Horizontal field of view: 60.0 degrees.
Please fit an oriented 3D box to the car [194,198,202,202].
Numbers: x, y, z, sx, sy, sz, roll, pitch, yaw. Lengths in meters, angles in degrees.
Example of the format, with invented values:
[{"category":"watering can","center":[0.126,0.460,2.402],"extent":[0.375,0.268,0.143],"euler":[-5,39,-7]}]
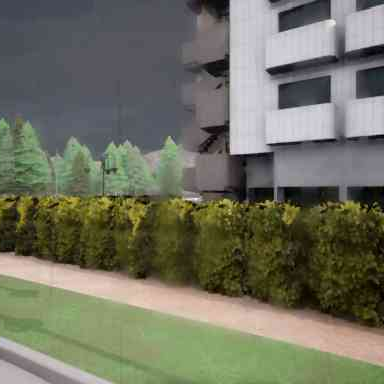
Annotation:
[{"category":"car","center":[1.811,1.551,45.646],"extent":[2.033,1.411,5.357],"euler":[0,0,35]}]
